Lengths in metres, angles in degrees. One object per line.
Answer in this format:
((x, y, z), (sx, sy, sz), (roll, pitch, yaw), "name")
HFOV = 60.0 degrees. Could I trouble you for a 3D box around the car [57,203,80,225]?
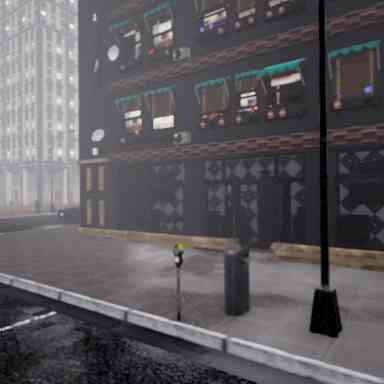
((-6.942, 1.400, 22.496), (1.947, 1.339, 4.313), (0, 1, 35), "car")
